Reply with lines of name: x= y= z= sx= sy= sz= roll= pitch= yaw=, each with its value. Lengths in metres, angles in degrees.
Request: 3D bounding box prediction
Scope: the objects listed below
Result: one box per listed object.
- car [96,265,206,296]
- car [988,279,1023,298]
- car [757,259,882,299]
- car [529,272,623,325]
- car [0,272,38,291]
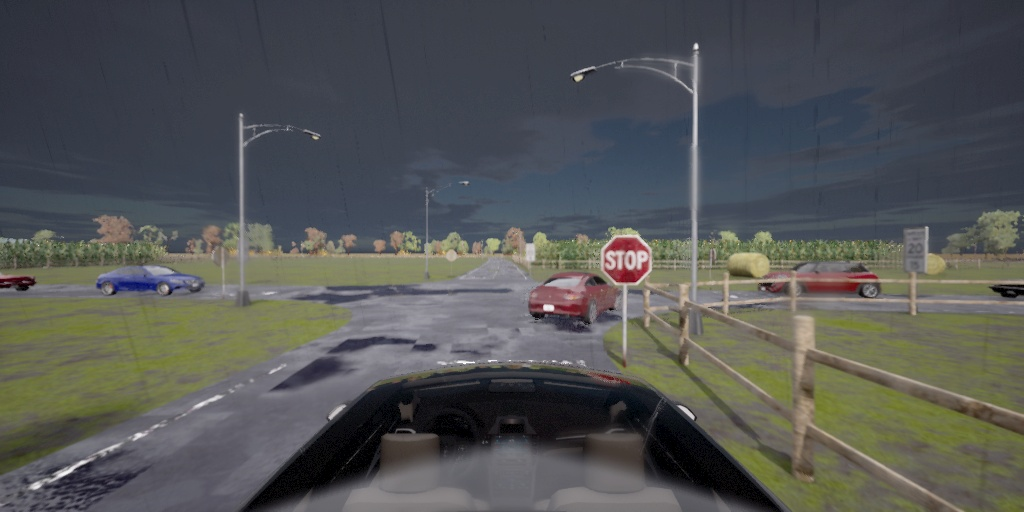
car: x=-18.220 y=1.200 z=18.142 sx=4.674 sy=1.442 sz=1.812 roll=0 pitch=1 yaw=3
car: x=24.312 y=1.306 z=15.470 sx=4.718 sy=1.301 sz=1.895 roll=0 pitch=1 yaw=12
car: x=14.630 y=1.038 z=17.336 sx=4.553 sy=1.767 sz=2.097 roll=0 pitch=1 yaw=10
car: x=2.201 y=1.242 z=11.787 sx=1.812 sy=1.442 sz=4.674 roll=-1 pitch=0 yaw=31
car: x=-27.817 y=1.271 z=18.484 sx=4.718 sy=1.301 sz=1.895 roll=0 pitch=1 yaw=1
